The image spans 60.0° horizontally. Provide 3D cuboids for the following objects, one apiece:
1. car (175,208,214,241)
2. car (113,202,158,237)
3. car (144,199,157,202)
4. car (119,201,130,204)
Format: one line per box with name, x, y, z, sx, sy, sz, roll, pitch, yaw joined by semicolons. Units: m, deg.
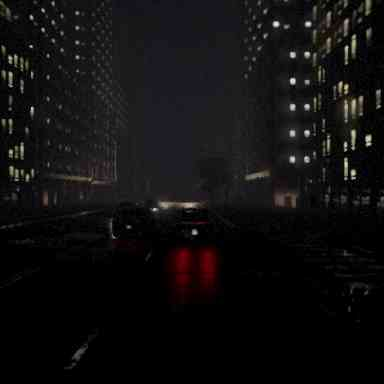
car;0.128;1.598;17.414;2.128;1.511;4.902;1;0;0
car;-3.135;1.584;18.983;1.882;1.535;5.008;0;0;0
car;-6.505;1.869;53.102;1.837;1.490;4.892;0;-1;1
car;-6.562;1.735;33.532;1.837;1.490;4.892;0;0;0
